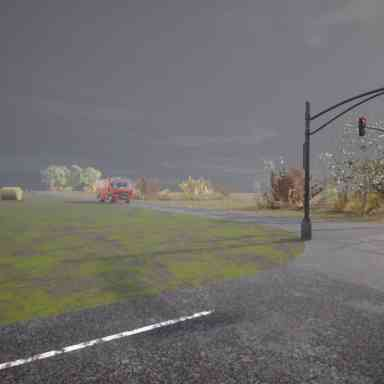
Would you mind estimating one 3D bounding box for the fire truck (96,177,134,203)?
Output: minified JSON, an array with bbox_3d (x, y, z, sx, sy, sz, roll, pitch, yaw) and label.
[{"bbox_3d":[-11.765,-0.354,50.031,2.891,3.827,8.468,1,0,-32],"label":"fire truck"}]
